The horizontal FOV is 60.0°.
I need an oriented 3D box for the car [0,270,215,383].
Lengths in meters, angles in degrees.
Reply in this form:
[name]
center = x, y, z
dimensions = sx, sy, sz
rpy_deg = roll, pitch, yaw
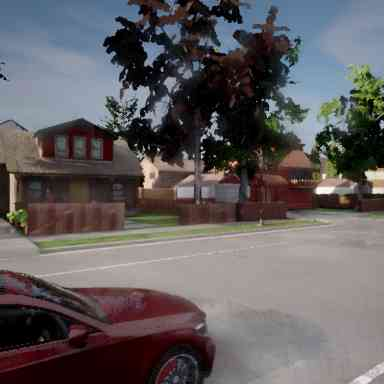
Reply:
[car]
center = -1.922, 1.526, 3.187
dimensions = 4.674, 1.442, 1.812
rpy_deg = 0, 0, -35
